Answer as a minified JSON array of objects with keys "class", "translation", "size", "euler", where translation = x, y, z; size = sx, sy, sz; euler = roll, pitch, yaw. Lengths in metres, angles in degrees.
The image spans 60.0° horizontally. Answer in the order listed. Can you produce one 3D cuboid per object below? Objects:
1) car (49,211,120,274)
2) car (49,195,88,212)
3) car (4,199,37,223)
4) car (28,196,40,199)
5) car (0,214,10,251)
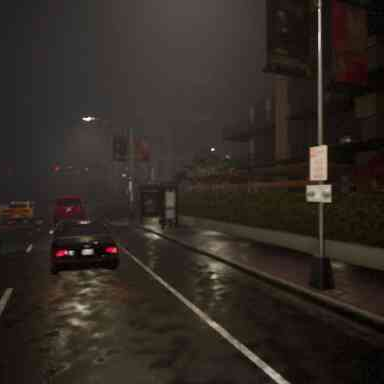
[{"class":"car","translation":[-3.583,1.589,10.839],"size":[2.033,1.411,5.357],"euler":[0,0,-22]},{"class":"car","translation":[-9.357,1.322,25.747],"size":[2.150,2.045,5.566],"euler":[0,0,-17]},{"class":"car","translation":[-13.710,1.589,26.556],"size":[1.882,1.535,5.008],"euler":[0,0,-22]},{"class":"car","translation":[-41.327,1.905,85.917],"size":[1.994,1.385,4.181],"euler":[0,0,-16]},{"class":"car","translation":[-6.826,1.592,9.522],"size":[2.033,1.411,5.357],"euler":[0,0,-22]}]
